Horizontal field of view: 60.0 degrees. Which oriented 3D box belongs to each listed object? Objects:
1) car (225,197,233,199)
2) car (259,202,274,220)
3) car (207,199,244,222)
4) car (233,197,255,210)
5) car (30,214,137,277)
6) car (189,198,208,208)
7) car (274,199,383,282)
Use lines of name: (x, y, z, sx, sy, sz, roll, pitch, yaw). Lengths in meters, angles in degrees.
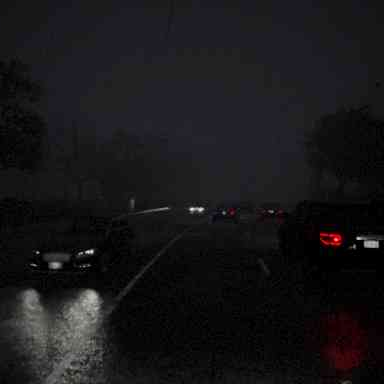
car: (5.862, 1.512, 50.932, 1.812, 1.442, 4.674, 0, 0, 21)
car: (6.650, 1.554, 27.913, 2.033, 1.411, 5.357, 0, 0, 12)
car: (2.729, 1.542, 26.050, 2.033, 1.411, 5.357, 0, 0, 11)
car: (6.880, 1.562, 42.458, 1.994, 1.385, 4.181, 0, 0, 17)
car: (-3.060, 1.479, 10.361, 2.128, 1.511, 4.902, 0, 0, 5)
car: (1.102, 1.534, 47.946, 1.994, 1.385, 4.181, 0, 0, 19)
car: (4.088, 1.226, 9.866, 2.150, 2.045, 5.566, 0, 0, 4)
